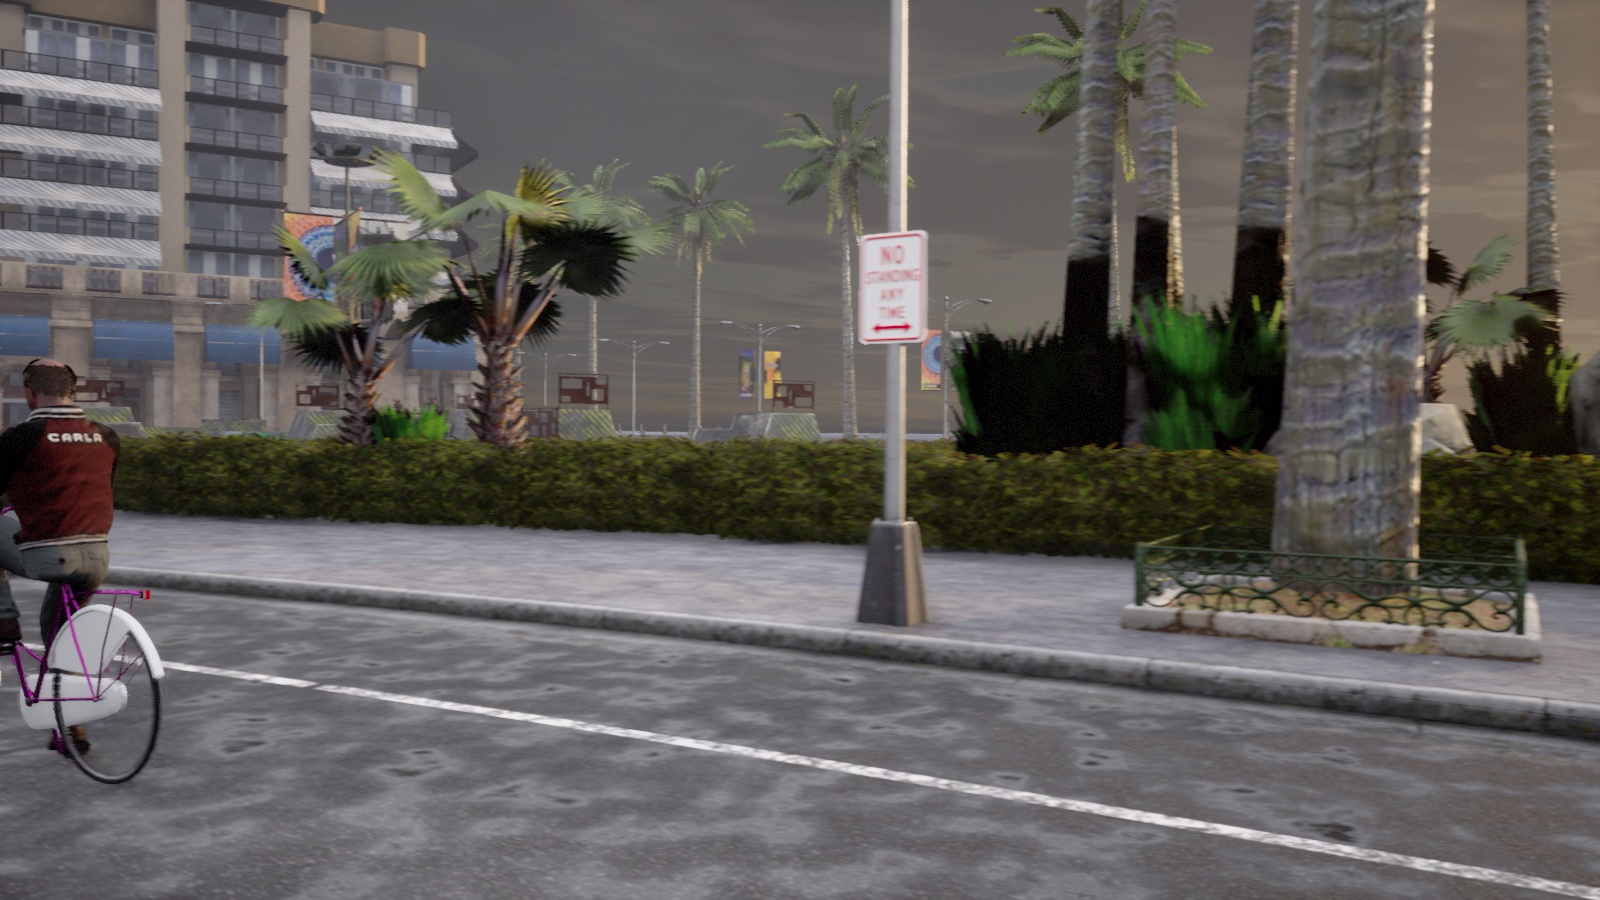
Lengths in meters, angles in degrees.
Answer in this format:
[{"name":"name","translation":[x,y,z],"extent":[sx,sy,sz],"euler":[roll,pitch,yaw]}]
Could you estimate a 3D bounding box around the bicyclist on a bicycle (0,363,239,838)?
[{"name":"bicyclist on a bicycle","translation":[-3.334,0.556,5.410],"extent":[1.843,1.776,0.659],"euler":[0,1,28]}]
